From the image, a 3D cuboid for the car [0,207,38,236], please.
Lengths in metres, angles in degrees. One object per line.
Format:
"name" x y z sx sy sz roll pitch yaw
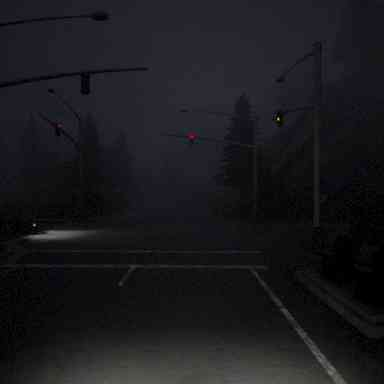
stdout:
"car" -10.782 1.505 17.633 4.892 1.490 1.837 0 0 -1
